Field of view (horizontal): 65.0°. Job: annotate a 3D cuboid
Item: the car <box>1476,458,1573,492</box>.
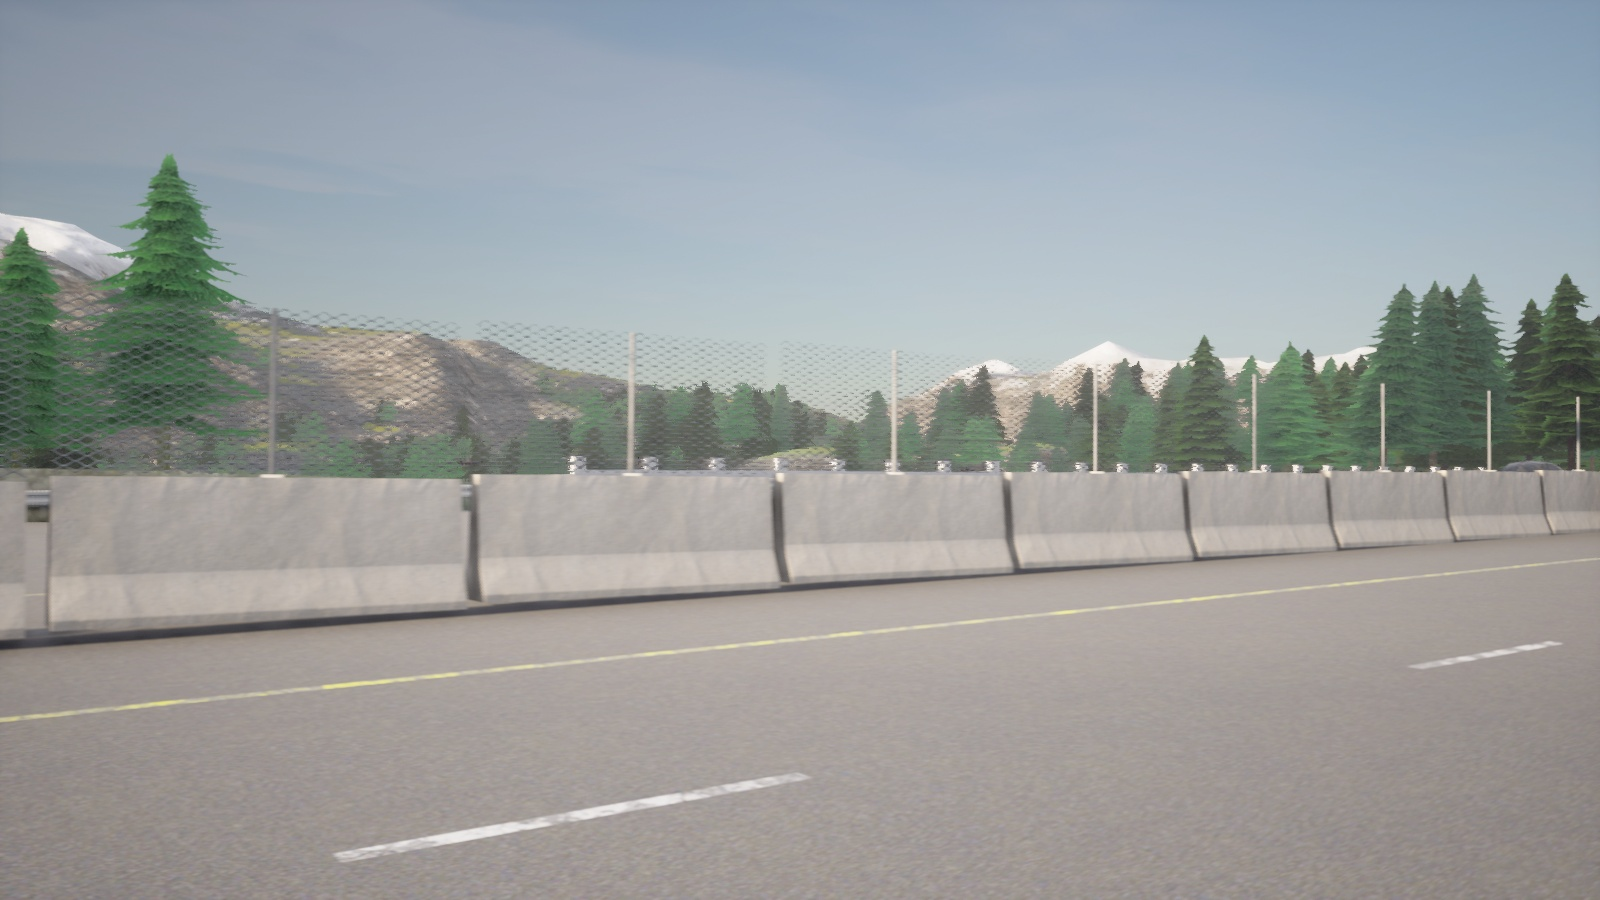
[{"bbox_3d":[32.348,1.116,56.017,4.892,1.490,1.837,1,-1,-35],"label":"car"}]
